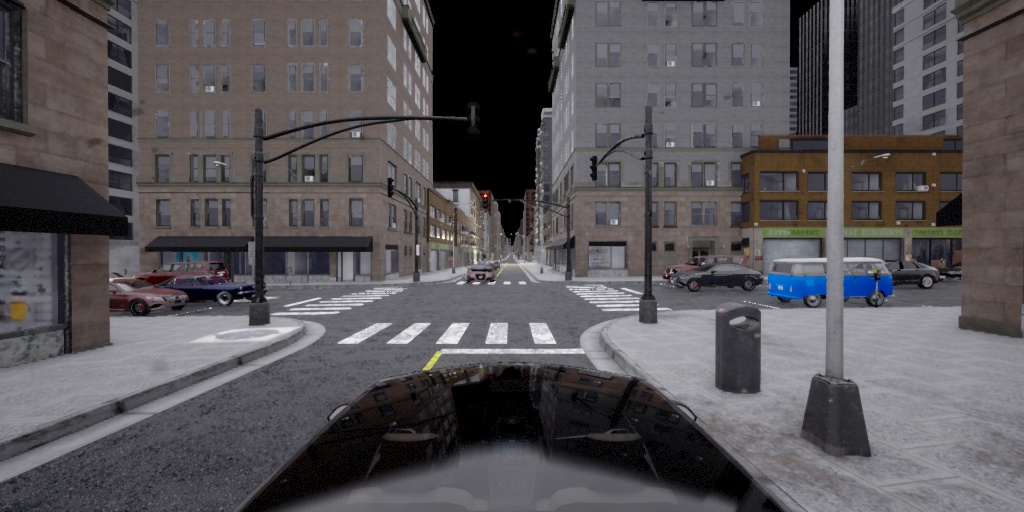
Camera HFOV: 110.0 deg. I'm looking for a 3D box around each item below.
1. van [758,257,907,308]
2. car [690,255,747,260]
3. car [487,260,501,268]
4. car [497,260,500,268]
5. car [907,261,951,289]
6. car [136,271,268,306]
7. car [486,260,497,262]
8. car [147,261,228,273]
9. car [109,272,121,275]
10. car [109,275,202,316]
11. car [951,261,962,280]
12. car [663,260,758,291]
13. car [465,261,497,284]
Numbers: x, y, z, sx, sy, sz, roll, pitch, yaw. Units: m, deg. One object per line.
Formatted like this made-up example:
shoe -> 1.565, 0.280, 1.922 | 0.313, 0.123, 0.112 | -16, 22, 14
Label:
van -> 12.119, 0.957, 13.729 | 3.998, 1.789, 1.690 | 0, 0, 0
car -> 12.098, 0.871, 22.255 | 5.009, 1.841, 2.192 | 0, 0, 0
car -> -3.052, 1.352, 61.497 | 1.994, 1.385, 4.181 | 0, 0, 0
car -> -3.078, 1.297, 50.755 | 1.812, 1.442, 4.674 | 0, 0, 0
car -> 20.289, 0.980, 19.608 | 4.892, 1.490, 1.837 | -1, 0, 0
car -> -13.953, 1.517, 16.330 | 4.718, 1.301, 1.895 | -1, 0, 0
car -> -3.091, 1.248, 39.002 | 2.128, 1.511, 4.902 | 0, 0, 0
car -> -20.343, 1.270, 22.178 | 5.009, 1.841, 2.192 | 0, 0, 0
car -> -26.017, 1.550, 22.165 | 4.829, 1.417, 1.751 | 0, 0, 0
car -> -14.817, 1.527, 13.666 | 4.207, 1.307, 1.802 | 0, 0, 0
car -> 28.926, 0.915, 22.295 | 4.313, 1.339, 1.948 | 0, 0, 0
car -> 11.103, 1.113, 19.603 | 4.674, 1.442, 1.812 | -1, 0, 1
car -> -2.505, 1.312, 27.270 | 1.994, 1.385, 4.181 | 0, 0, -8
